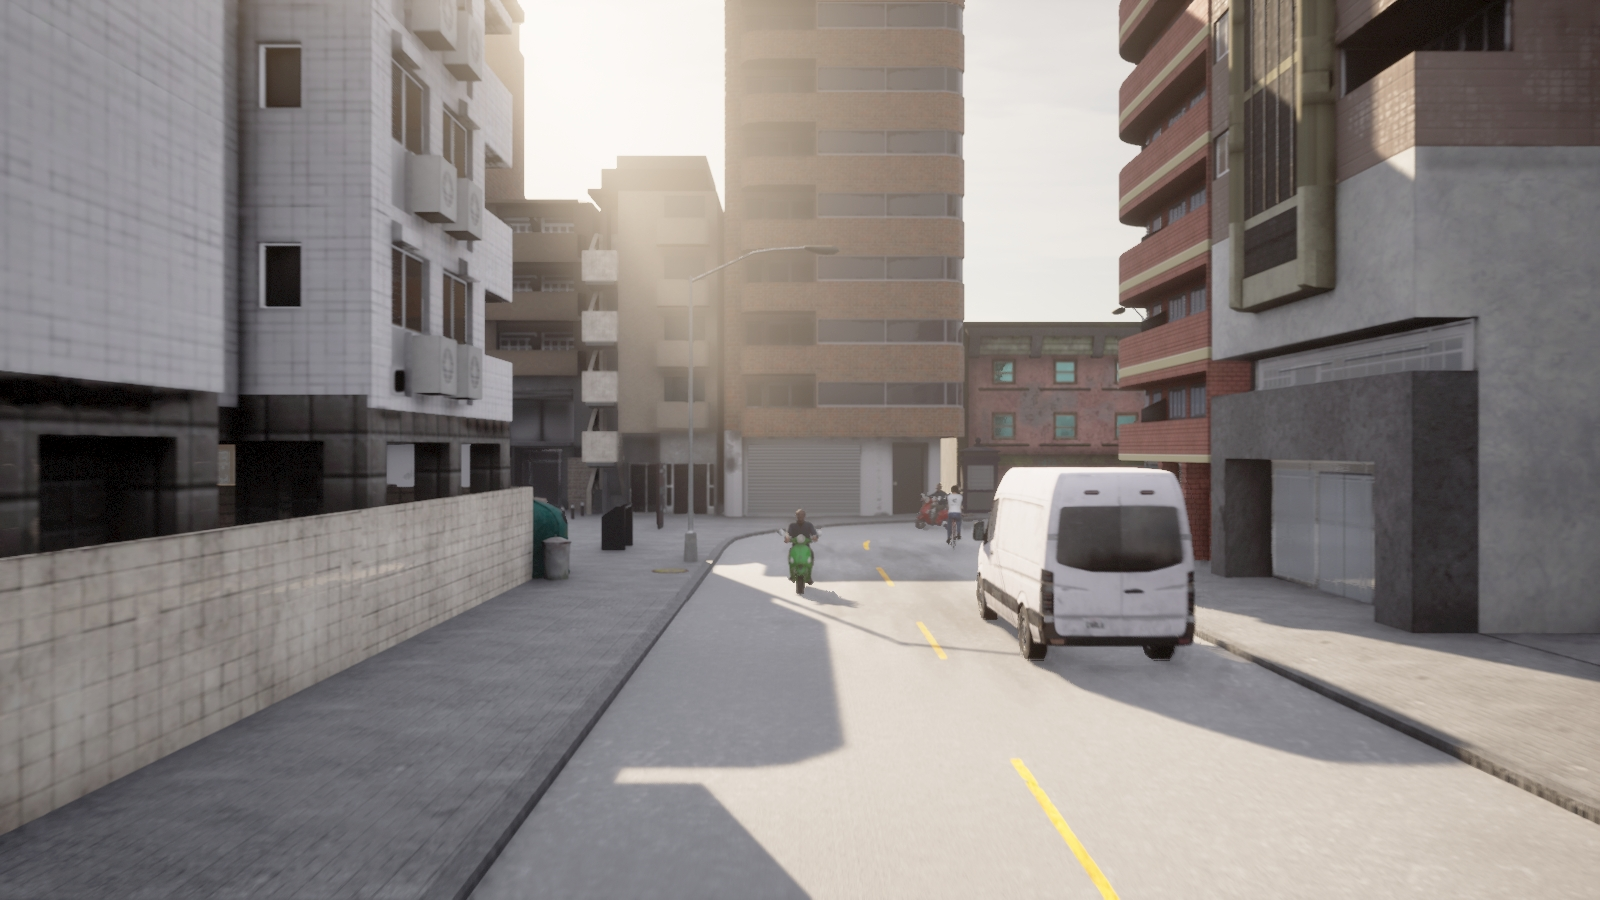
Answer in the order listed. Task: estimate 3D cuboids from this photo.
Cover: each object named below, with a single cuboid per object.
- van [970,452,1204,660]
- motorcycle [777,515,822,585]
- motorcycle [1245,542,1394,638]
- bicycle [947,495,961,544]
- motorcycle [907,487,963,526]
[{"bbox_3d":[3.981,1.315,17.045,1.988,2.561,5.915,0,0,0],"label":"van"},{"bbox_3d":[0.002,1.962,22.707,0.856,1.236,1.805,0,0,0],"label":"motorcycle"},{"bbox_3d":[7.342,1.962,16.253,1.805,1.236,0.856,0,-2,15],"label":"motorcycle"},{"bbox_3d":[4.342,1.937,32.235,0.373,1.296,1.643,1,0,7],"label":"bicycle"},{"bbox_3d":[4.749,1.965,40.209,1.805,1.236,0.856,0,3,-36],"label":"motorcycle"}]
